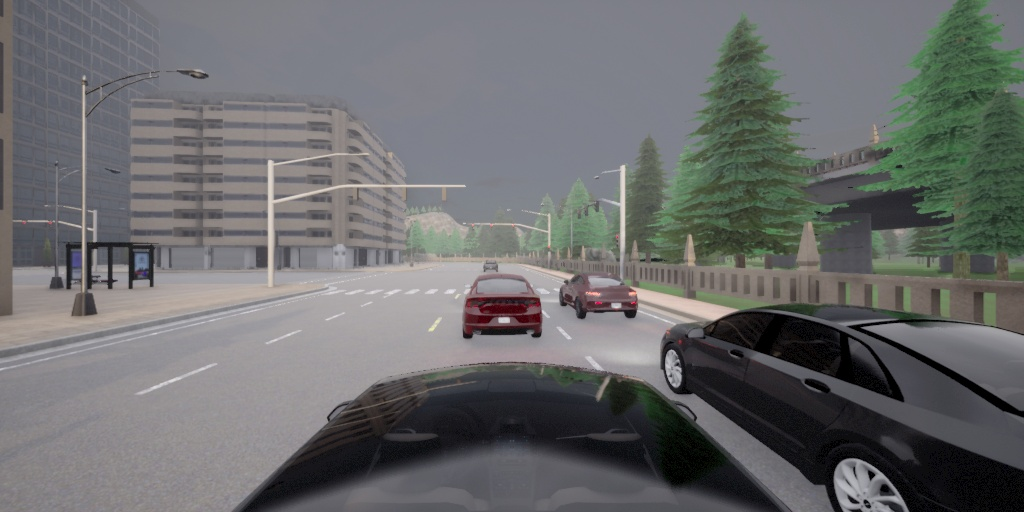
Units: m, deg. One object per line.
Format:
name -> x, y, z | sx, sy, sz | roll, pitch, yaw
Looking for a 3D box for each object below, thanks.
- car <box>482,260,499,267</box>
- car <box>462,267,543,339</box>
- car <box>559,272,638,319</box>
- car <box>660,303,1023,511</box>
car -> -2.720, 1.252, 45.911 | 2.128, 1.511, 4.902 | 0, 0, -4
car -> -0.342, 1.230, 10.178 | 1.882, 1.535, 5.008 | 0, 0, -4
car -> 2.920, 1.278, 12.754 | 1.812, 1.442, 4.674 | 0, 0, -3
car -> 3.257, 1.255, 3.763 | 1.837, 1.490, 4.892 | 0, 0, 0
